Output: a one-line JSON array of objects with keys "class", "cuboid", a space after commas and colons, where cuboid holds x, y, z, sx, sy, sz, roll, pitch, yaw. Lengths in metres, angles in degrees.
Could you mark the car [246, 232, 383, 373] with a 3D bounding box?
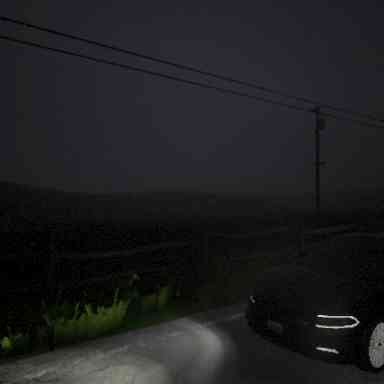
[{"class": "car", "cuboid": [3.134, 1.488, 5.816, 5.008, 1.535, 1.882, 0, 0, -35]}]
